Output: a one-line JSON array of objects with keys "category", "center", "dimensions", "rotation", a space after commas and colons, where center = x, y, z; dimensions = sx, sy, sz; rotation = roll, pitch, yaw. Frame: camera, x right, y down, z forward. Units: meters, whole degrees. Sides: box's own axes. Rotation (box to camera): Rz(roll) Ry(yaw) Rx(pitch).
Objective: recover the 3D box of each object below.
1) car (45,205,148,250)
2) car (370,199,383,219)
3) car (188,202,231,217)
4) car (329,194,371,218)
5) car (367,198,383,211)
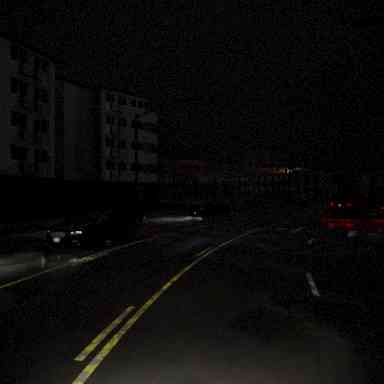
[{"category": "car", "center": [-4.133, 1.491, 14.504], "dimensions": [2.128, 1.511, 4.902], "rotation": [0, 0, 20]}, {"category": "car", "center": [17.200, 1.491, 28.157], "dimensions": [2.128, 1.511, 4.902], "rotation": [0, 0, 44]}, {"category": "car", "center": [1.689, 1.600, 31.824], "dimensions": [1.895, 1.301, 4.718], "rotation": [0, 0, 39]}, {"category": "car", "center": [14.490, 1.221, 30.379], "dimensions": [2.150, 2.045, 5.566], "rotation": [0, 0, 44]}, {"category": "car", "center": [23.281, 1.546, 41.601], "dimensions": [1.994, 1.385, 4.181], "rotation": [0, 0, 22]}]
